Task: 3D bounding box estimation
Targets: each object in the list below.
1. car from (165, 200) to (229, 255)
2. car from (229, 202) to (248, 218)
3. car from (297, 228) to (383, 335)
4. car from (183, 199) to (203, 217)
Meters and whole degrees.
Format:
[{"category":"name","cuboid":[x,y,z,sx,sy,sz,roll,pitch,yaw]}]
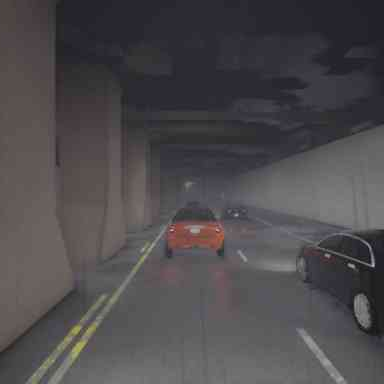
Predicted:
[{"category":"car","cuboid":[0.102,1.329,13.398,2.097,1.767,4.553,0,0,0]},{"category":"car","cuboid":[3.604,1.551,29.154,1.895,1.301,4.718,0,0,0]},{"category":"car","cuboid":[3.602,1.493,6.651,1.837,1.490,4.892,0,0,0]},{"category":"car","cuboid":[0.091,1.472,31.754,1.812,1.442,4.674,0,0,0]}]
